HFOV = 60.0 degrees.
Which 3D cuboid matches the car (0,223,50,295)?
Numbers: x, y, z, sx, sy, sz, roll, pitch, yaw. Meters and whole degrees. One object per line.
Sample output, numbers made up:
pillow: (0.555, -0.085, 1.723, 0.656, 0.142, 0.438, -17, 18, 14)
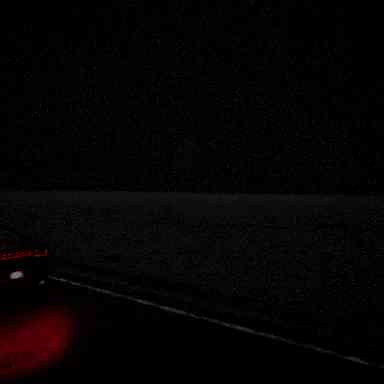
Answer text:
car: (-5.390, 1.430, 7.843, 5.008, 1.535, 1.882, 0, 0, 36)
